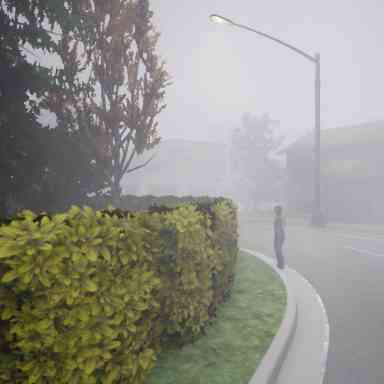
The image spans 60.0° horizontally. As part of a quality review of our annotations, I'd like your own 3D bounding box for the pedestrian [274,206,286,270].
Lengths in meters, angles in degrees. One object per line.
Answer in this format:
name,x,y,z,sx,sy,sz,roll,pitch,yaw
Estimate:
pedestrian,2.558,1.294,9.647,0.375,1.860,0.375,0,0,-3
